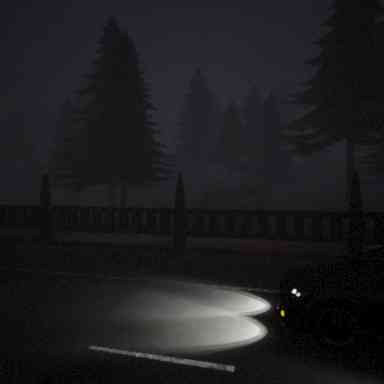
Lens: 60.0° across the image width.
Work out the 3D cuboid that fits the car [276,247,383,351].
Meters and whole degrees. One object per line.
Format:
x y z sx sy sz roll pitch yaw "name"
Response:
3.497 1.561 5.265 4.181 1.385 1.994 0 0 16 "car"
